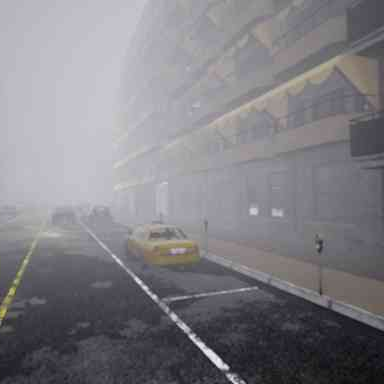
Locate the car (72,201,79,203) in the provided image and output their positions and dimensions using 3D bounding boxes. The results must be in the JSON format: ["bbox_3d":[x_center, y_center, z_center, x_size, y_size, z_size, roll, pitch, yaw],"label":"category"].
[{"bbox_3d":[-14.081,2.093,42.986,1.967,1.590,4.097,1,-1,-22],"label":"car"}]

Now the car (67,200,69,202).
[{"bbox_3d":[-20.519,2.448,58.730,2.008,1.369,4.403,1,-1,-22],"label":"car"}]

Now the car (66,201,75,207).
[{"bbox_3d":[-29.102,2.761,79.723,1.887,1.381,4.507,1,-1,-22],"label":"car"}]

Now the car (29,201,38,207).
[{"bbox_3d":[-39.030,2.917,81.862,1.802,1.307,4.206,1,-1,-22],"label":"car"}]

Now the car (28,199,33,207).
[{"bbox_3d":[-28.300,2.377,55.621,1.967,1.590,4.097,1,-1,-22],"label":"car"}]

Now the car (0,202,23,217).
[{"bbox_3d":[-21.863,2.259,39.873,1.947,1.339,4.313,1,-1,-22],"label":"car"}]

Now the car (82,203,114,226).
[{"bbox_3d":[-7.644,1.846,27.241,1.967,1.590,4.097,1,-1,-22],"label":"car"}]

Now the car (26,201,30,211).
[{"bbox_3d":[-26.155,2.407,50.370,2.008,1.369,4.403,1,-1,-22],"label":"car"}]

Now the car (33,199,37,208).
[{"bbox_3d":[-34.738,2.728,71.365,2.008,1.369,4.403,1,-1,-22],"label":"car"}]

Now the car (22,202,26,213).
[{"bbox_3d":[-23.944,2.297,44.964,1.752,1.417,4.829,1,-1,-22],"label":"car"}]

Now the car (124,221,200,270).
[{"bbox_3d":[-1.271,1.682,11.651,1.752,1.417,4.829,1,-1,-22],"label":"car"}]

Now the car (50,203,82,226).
[{"bbox_3d":[-10.825,1.939,28.123,2.128,1.511,4.902,0,-1,-22],"label":"car"}]

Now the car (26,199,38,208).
[{"bbox_3d":[-36.882,2.571,76.617,2.192,1.841,5.009,1,-1,-22],"label":"car"}]

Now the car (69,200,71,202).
[{"bbox_3d":[-18.373,2.367,53.481,2.008,1.369,4.403,1,-1,-22],"label":"car"}]
